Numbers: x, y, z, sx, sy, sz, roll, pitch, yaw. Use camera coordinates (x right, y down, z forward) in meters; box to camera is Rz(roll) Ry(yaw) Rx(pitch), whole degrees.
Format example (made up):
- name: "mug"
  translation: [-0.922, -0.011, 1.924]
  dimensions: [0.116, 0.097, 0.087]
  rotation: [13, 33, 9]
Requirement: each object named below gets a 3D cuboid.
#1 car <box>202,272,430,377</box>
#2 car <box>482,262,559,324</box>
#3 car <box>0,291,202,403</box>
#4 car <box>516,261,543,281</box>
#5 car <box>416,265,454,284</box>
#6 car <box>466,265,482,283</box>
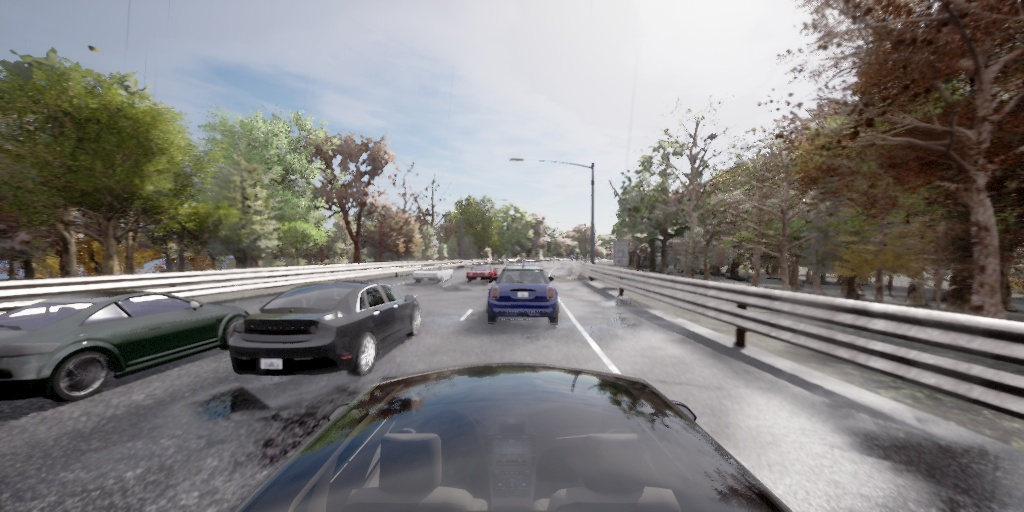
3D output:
- name: "car"
  translation: [-3.278, 1.247, 7.375]
  dimensions: [1.837, 1.490, 4.892]
  rotation: [0, 0, 1]
- name: "car"
  translation: [0.370, 1.101, 12.165]
  dimensions: [2.097, 1.767, 4.553]
  rotation: [0, 0, 2]
- name: "car"
  translation: [-6.794, 1.299, 6.349]
  dimensions: [1.994, 1.385, 4.181]
  rotation: [0, 0, 1]
- name: "car"
  translation: [1.625, 1.240, 31.256]
  dimensions: [2.128, 1.511, 4.902]
  rotation: [0, 0, 5]
- name: "car"
  translation: [-5.791, 1.322, 26.970]
  dimensions: [1.895, 1.301, 4.718]
  rotation: [0, 0, 5]
- name: "car"
  translation: [-2.206, 1.335, 27.860]
  dimensions: [1.895, 1.301, 4.718]
  rotation: [0, 0, 5]
